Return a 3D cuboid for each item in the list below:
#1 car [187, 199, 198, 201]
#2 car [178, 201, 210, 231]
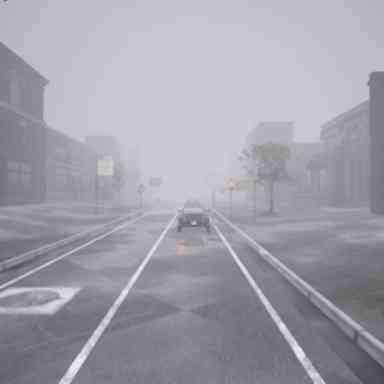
[{"bbox_3d":[0.102,1.494,38.277,1.994,1.385,4.181,0,0,0],"label":"car"},{"bbox_3d":[0.111,1.504,20.263,1.812,1.442,4.674,0,0,0],"label":"car"}]
